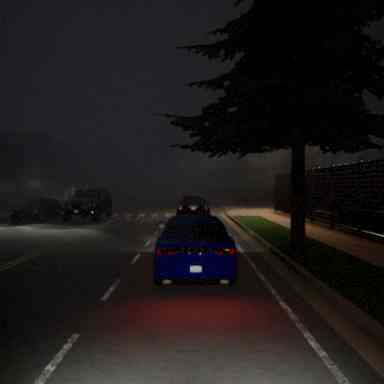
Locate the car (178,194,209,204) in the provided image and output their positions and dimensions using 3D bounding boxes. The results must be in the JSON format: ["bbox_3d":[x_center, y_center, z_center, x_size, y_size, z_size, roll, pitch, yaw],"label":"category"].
[{"bbox_3d":[0.104,0.997,22.515,2.097,1.767,4.553,0,1,0],"label":"car"}]

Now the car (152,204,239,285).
[{"bbox_3d":[0.077,1.333,9.073,1.882,1.535,5.008,0,1,0],"label":"car"}]

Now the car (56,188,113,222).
[{"bbox_3d":[-7.016,0.773,22.921,2.150,2.045,5.566,0,1,0],"label":"car"}]

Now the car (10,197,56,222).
[{"bbox_3d":[-10.516,1.144,22.954,1.882,1.535,5.008,0,1,0],"label":"car"}]
